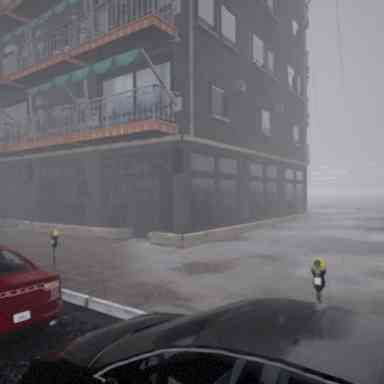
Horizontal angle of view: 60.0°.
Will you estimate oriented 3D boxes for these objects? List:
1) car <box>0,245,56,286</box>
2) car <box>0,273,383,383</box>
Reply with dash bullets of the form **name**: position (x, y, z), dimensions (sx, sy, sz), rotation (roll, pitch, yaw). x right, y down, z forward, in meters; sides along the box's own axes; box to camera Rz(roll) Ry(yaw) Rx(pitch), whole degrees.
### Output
- **car**: position (-4.124, 1.567, 5.818), dimensions (4.507, 1.381, 1.887), rotation (0, 0, 35)
- **car**: position (0.464, 1.569, 2.545), dimensions (4.313, 1.339, 1.947), rotation (0, 0, 35)
